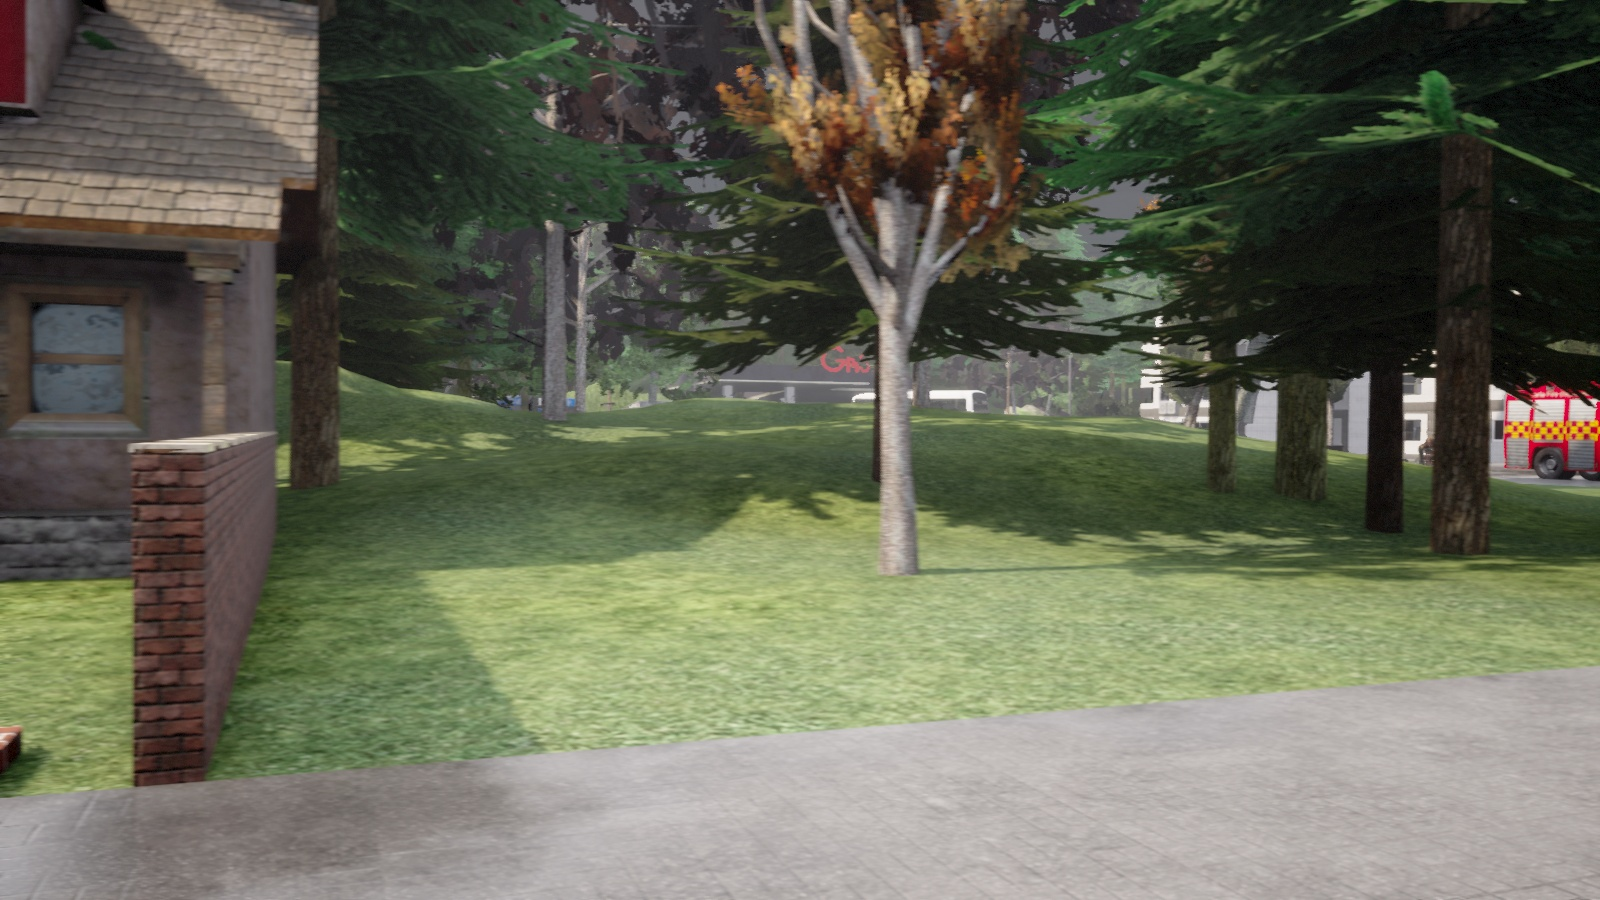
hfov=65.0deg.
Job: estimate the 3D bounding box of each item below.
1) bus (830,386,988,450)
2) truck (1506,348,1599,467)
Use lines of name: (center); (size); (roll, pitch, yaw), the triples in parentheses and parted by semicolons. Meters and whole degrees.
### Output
bus: (7.567, -2.163, 87.823); (10.273, 4.253, 3.944); (0, 1, 31)
truck: (27.410, -1.392, 40.211); (2.891, 3.827, 8.468); (-1, 1, -21)
